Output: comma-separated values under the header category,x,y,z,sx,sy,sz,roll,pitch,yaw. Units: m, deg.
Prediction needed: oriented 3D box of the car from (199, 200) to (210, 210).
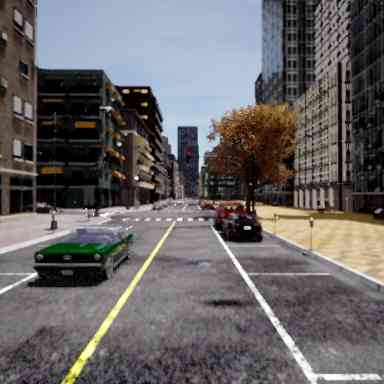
category,x,y,z,sx,sy,sz,roll,pitch,yaw
car,2.674,2.307,56.115,1.887,1.381,4.507,0,-1,0

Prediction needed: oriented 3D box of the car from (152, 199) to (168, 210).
category,x,y,z,sx,sy,sz,roll,pitch,yaw
car,-5.706,2.313,56.113,2.008,1.369,4.403,0,-1,0

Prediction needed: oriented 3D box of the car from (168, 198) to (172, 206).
category,x,y,z,sx,sy,sz,roll,pitch,yaw
car,-5.709,2.472,67.178,2.008,1.369,4.403,0,-1,0

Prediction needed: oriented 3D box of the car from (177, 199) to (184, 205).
category,x,y,z,sx,sy,sz,roll,pitch,yaw
car,-3.027,2.723,89.132,1.812,1.442,4.674,0,-1,0

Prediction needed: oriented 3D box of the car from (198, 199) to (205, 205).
category,x,y,z,sx,sy,sz,roll,pitch,yaw
car,2.662,2.854,95.010,1.752,1.417,4.829,0,-1,0

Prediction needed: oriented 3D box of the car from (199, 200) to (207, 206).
category,x,y,z,sx,sy,sz,roll,pitch,yaw
car,2.666,2.745,83.775,1.802,1.307,4.206,0,-1,0

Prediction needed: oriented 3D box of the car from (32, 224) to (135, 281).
category,x,y,z,sx,sy,sz,roll,pitch,yaw
car,-3.101,1.741,10.492,1.895,1.301,4.718,0,-1,0

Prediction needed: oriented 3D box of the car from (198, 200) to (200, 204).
category,x,y,z,sx,sy,sz,roll,pitch,yaw
car,2.671,2.449,67.350,1.752,1.417,4.829,0,-1,0

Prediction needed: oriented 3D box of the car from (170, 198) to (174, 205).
category,x,y,z,sx,sy,sz,roll,pitch,yaw
car,-5.713,2.522,78.243,1.967,1.590,4.097,0,-1,0

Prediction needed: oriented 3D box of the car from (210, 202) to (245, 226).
category,x,y,z,sx,sy,sz,roll,pitch,yaw
car,2.686,1.632,23.733,2.192,1.841,5.009,0,-1,0

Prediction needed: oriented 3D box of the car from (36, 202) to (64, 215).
category,x,y,z,sx,sy,sz,roll,pitch,yaw
car,-16.436,1.832,36.708,4.403,1.369,2.008,1,-2,-1

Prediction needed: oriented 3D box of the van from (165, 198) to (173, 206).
category,x,y,z,sx,sy,sz,roll,pitch,yaw
van,-5.714,2.504,83.777,1.690,1.788,3.998,0,-1,0

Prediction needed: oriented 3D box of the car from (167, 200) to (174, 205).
category,x,y,z,sx,sy,sz,roll,pitch,yaw
car,-5.716,2.826,89.305,1.802,1.307,4.206,0,-1,0

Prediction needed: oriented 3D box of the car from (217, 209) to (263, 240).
category,x,y,z,sx,sy,sz,roll,pitch,yaw
car,2.687,1.809,18.207,1.947,1.339,4.313,0,-1,0
